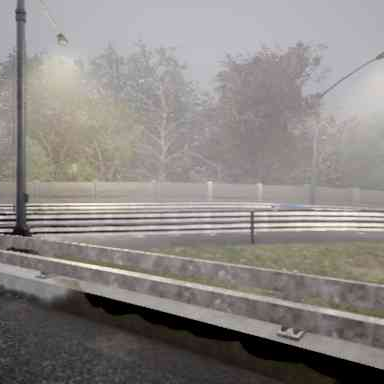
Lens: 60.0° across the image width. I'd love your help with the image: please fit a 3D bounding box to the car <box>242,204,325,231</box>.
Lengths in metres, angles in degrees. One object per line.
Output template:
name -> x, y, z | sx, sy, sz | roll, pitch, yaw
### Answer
car -> 5.438, 1.497, 19.873 | 5.008, 1.535, 1.882 | 0, 0, -12
